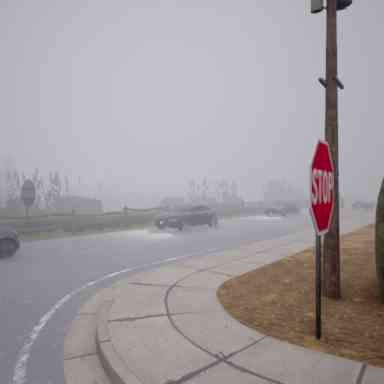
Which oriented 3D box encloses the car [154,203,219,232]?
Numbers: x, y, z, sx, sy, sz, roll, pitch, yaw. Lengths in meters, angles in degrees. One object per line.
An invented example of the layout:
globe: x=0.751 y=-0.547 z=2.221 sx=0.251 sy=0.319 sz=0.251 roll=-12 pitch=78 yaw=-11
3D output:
car: x=-0.214 y=1.471 z=20.217 sx=1.837 sy=1.490 sz=4.892 roll=0 pitch=-1 yaw=38

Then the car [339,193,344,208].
car: x=18.447 y=1.191 z=43.943 sx=2.150 sy=2.045 sz=5.566 roll=0 pitch=0 yaw=38

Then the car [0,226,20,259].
car: x=-7.628 y=1.530 z=10.224 sx=1.994 sy=1.385 sz=4.181 roll=0 pitch=0 yaw=31

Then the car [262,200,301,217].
car: x=8.630 y=1.512 z=31.516 sx=2.033 sy=1.411 sz=5.357 roll=0 pitch=0 yaw=38

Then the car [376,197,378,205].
car: x=27.865 y=1.490 z=50.145 sx=1.812 sy=1.442 sz=4.674 roll=0 pitch=0 yaw=38

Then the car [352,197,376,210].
car: x=21.555 y=1.490 z=42.059 sx=1.812 sy=1.442 sz=4.674 roll=0 pitch=0 yaw=38
